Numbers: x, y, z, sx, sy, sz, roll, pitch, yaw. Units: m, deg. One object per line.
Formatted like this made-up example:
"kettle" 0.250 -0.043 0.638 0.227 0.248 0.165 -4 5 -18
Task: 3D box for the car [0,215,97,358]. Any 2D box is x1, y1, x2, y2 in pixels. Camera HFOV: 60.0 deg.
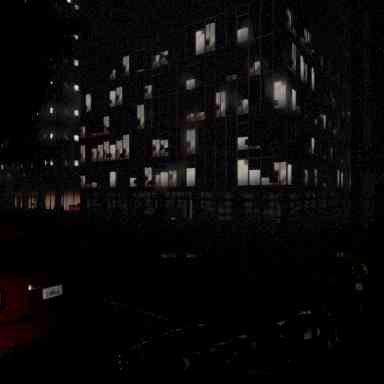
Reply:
"car" -3.663 1.315 5.493 5.009 1.841 2.192 0 0 36

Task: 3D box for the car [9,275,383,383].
"car" 0.832 1.566 2.284 4.313 1.339 1.947 0 0 36
